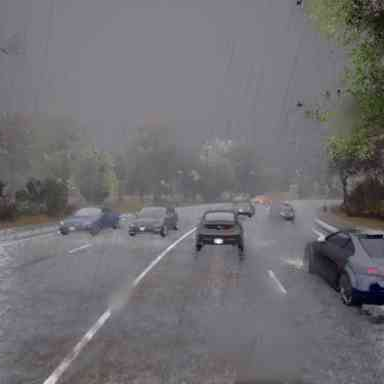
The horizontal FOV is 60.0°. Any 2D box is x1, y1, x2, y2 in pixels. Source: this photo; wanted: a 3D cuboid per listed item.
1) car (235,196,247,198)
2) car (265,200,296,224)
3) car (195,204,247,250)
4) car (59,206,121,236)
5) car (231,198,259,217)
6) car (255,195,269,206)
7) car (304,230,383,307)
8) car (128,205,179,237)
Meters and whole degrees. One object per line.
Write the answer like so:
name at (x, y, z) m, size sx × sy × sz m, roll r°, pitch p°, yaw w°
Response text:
car at (8.401, 1.508, 58.171) m, size 1.837 × 1.490 × 4.892 m, roll 0°, pitch 0°, yaw 29°
car at (6.757, 1.570, 25.012) m, size 2.033 × 1.411 × 5.357 m, roll 0°, pitch 0°, yaw 13°
car at (1.251, 1.506, 14.298) m, size 1.837 × 1.490 × 4.892 m, roll 0°, pitch 0°, yaw 7°
car at (-5.425, 1.497, 18.336) m, size 1.812 × 1.442 × 4.674 m, roll 0°, pitch 0°, yaw 9°
car at (4.827, 1.574, 31.086) m, size 1.994 × 1.385 × 4.181 m, roll 0°, pitch 0°, yaw 16°
car at (11.653, 1.379, 56.857) m, size 2.097 × 1.767 × 4.553 m, roll 0°, pitch 0°, yaw 29°
car at (4.080, 1.576, 7.908) m, size 1.994 × 1.385 × 4.181 m, roll 0°, pitch 0°, yaw 4°
car at (-1.937, 1.491, 18.010) m, size 1.837 × 1.490 × 4.892 m, roll 0°, pitch 0°, yaw 10°
